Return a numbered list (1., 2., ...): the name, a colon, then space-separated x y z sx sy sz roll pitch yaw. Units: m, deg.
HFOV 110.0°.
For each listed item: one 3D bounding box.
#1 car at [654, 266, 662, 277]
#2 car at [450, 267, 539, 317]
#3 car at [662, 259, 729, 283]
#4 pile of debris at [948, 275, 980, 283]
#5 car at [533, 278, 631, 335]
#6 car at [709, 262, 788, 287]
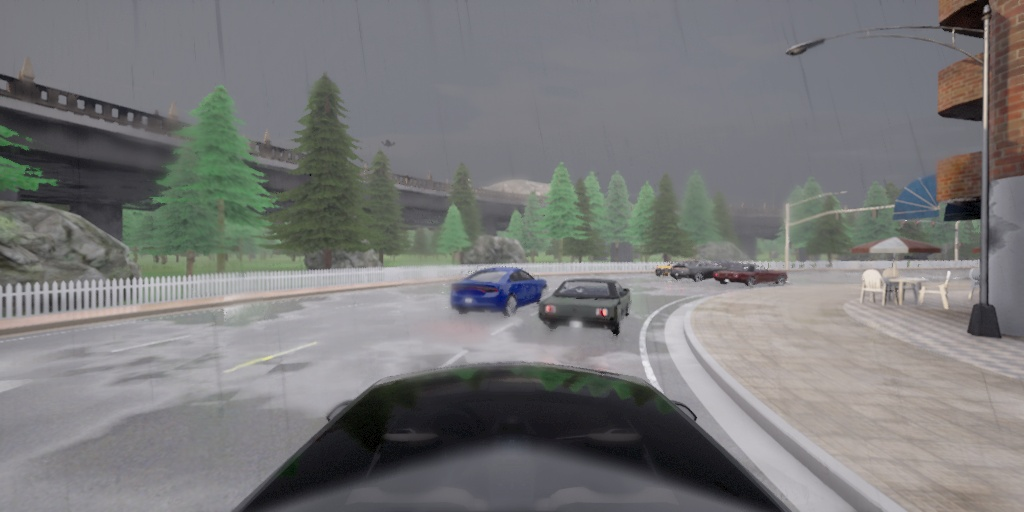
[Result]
1. car: 14.297 1.041 30.038 5.008 1.535 1.882 0 0 -19
2. car: -0.239 1.148 12.939 1.882 1.535 5.008 0 1 25
3. car: 13.671 1.084 25.832 4.902 1.511 2.128 0 0 -23
4. pile of debris: 36.053 1.773 28.058 1.860 0.140 1.500 0 0 -12
5. car: 2.347 1.292 10.412 1.895 1.301 4.718 0 0 22
6. car: 15.279 1.216 22.906 4.718 1.301 1.895 0 0 -23
